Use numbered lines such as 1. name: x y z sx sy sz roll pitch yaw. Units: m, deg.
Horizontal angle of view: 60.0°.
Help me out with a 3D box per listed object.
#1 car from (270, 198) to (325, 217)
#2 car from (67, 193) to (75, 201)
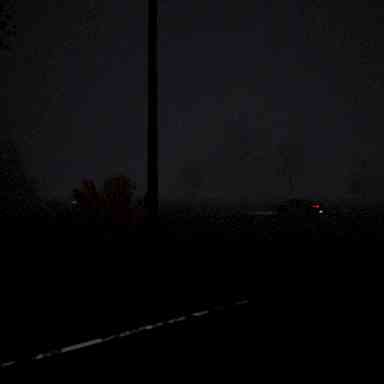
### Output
1. car: 8.991 1.292 28.739 1.837 1.490 4.892 -1 1 -35
2. car: -20.658 0.862 58.500 2.128 1.511 4.902 -1 1 -35
